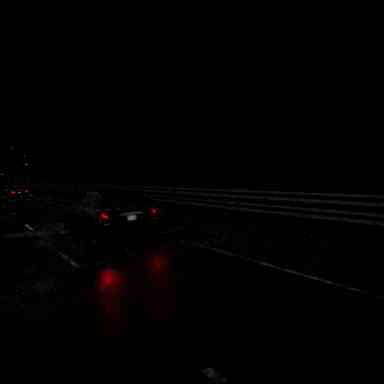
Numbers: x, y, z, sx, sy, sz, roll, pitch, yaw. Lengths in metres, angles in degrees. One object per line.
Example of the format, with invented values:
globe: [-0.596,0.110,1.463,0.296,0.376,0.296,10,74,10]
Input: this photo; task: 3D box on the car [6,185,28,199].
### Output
car: [-19.209,-0.014,36.602,2.033,1.411,5.357,-4,4,-32]

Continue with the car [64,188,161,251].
car: [-2.949,0.717,11.563,2.097,1.767,4.553,-5,4,-33]
